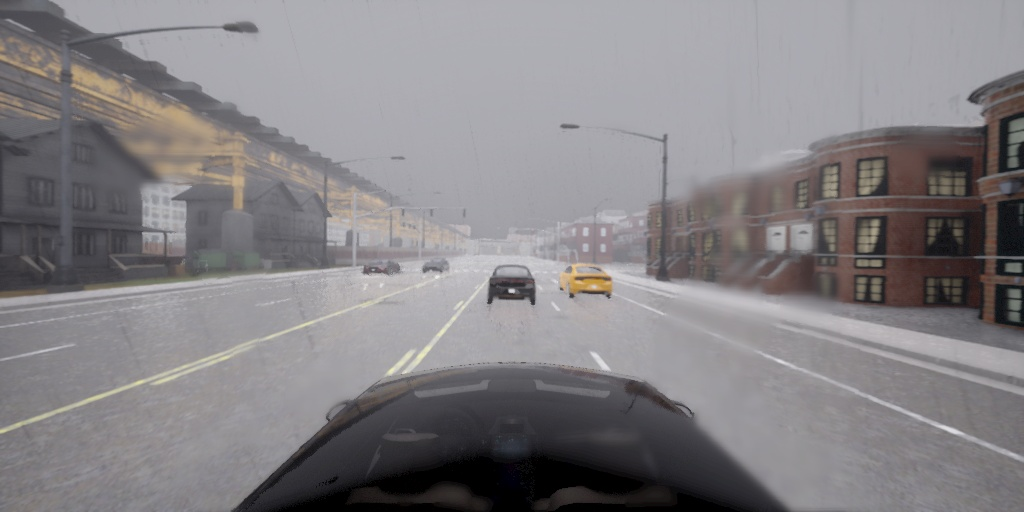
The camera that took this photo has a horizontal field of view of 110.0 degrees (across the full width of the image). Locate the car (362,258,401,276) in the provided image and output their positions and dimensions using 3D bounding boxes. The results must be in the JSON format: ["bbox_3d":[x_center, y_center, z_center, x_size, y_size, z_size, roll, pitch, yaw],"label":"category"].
[{"bbox_3d":[-10.687,0.872,29.641,1.994,1.385,4.181,1,0,0],"label":"car"}]

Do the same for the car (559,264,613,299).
[{"bbox_3d":[3.484,1.127,17.673,1.882,1.535,5.008,1,1,0],"label":"car"}]

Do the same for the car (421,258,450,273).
[{"bbox_3d":[-7.150,0.896,34.307,2.033,1.411,5.357,1,1,0],"label":"car"}]

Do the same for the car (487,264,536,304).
[{"bbox_3d":[-0.014,1.093,15.461,1.882,1.535,5.008,1,1,0],"label":"car"}]
